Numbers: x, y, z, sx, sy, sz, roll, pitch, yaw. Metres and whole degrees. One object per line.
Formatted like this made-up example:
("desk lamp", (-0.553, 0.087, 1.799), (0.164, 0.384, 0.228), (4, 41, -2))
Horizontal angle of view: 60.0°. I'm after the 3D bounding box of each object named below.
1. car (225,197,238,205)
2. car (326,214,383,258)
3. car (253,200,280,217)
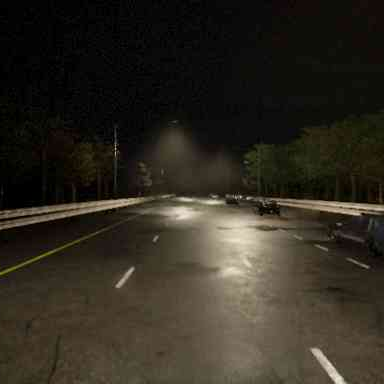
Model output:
("car", (7.134, 1.626, 60.668), (1.994, 1.385, 4.181), (0, 0, 0))
("car", (7.002, 1.552, 12.683), (2.033, 1.411, 5.357), (0, 0, 0))
("car", (7.027, 1.516, 31.707), (2.128, 1.511, 4.902), (0, 0, 0))
